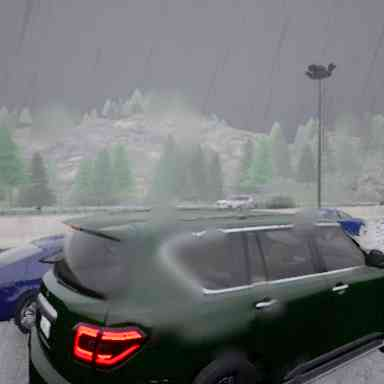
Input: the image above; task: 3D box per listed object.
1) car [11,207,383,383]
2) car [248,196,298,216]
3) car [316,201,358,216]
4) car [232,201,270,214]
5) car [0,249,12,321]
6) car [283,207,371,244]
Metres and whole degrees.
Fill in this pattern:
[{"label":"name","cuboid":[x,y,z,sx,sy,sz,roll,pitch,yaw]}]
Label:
[{"label":"car","cuboid":[0.924,1.249,4.409,5.566,2.045,2.150,1,0,-35]},{"label":"car","cuboid":[8.796,1.461,35.976,5.566,2.045,2.150,0,0,-35]},{"label":"car","cuboid":[16.138,1.787,36.890,5.008,1.535,1.882,1,0,-35]},{"label":"car","cuboid":[6.967,1.803,38.965,4.181,1.385,1.994,1,0,-35]},{"label":"car","cuboid":[-1.868,1.539,6.699,4.674,1.442,1.812,1,0,-36]},{"label":"car","cuboid":[7.152,1.619,17.405,5.008,1.535,1.882,1,0,-35]}]
